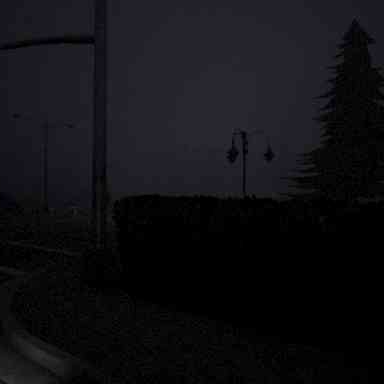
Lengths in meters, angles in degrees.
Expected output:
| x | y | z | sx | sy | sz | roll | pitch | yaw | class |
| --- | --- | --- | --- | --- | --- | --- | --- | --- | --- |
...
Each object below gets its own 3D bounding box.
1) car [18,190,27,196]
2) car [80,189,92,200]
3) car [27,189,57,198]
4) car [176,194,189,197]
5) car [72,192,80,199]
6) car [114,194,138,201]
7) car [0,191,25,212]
| x | y | z | sx | sy | sz | roll | pitch | yaw | class |
| --- | --- | --- | --- | --- | --- | --- | --- | --- | --- |
| -35.587 | 0.267 | 71.241 | 1.970 | 1.475 | 3.806 | 1 | 1 | 35 | car |
| -16.990 | 0.443 | 59.247 | 1.932 | 1.855 | 4.605 | 1 | 1 | 35 | car |
| -30.128 | 0.279 | 67.851 | 2.152 | 1.636 | 5.027 | 1 | 1 | 35 | car |
| -1.799 | 0.981 | 48.551 | 1.845 | 1.501 | 3.633 | 1 | 1 | 35 | car |
| -19.613 | 0.382 | 60.563 | 1.905 | 1.878 | 3.866 | 1 | 1 | 35 | car |
| -8.476 | 0.946 | 44.150 | 1.970 | 1.475 | 3.806 | 1 | 1 | 35 | car |
| -16.621 | 0.937 | 27.148 | 2.007 | 1.523 | 4.514 | 1 | 1 | 35 | car |
